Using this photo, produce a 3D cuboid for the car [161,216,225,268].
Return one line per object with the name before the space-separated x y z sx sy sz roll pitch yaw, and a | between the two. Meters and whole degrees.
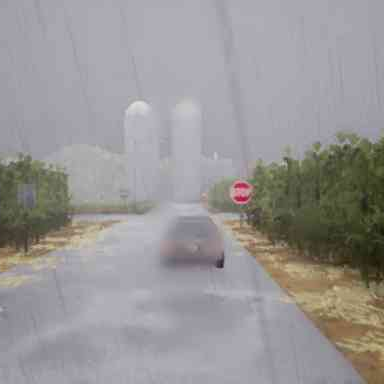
car | 0.046 1.497 11.032 2.033 1.411 5.357 0 0 1
